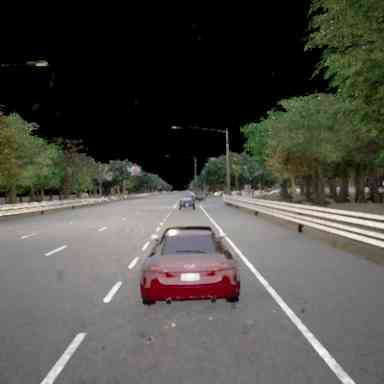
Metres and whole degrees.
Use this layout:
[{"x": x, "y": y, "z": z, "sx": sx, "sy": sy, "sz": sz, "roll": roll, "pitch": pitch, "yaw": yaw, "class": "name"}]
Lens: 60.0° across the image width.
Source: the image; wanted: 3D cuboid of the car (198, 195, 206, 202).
[{"x": 1.484, "y": 1.129, "z": 62.670, "sx": 1.895, "sy": 1.301, "sz": 4.718, "roll": -2, "pitch": 0, "yaw": 13, "class": "car"}]

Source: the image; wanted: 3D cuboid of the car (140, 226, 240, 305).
[{"x": -0.063, "y": 1.513, "z": 8.087, "sx": 1.994, "sy": 1.385, "sz": 4.181, "roll": -2, "pitch": 0, "yaw": -1, "class": "car"}]

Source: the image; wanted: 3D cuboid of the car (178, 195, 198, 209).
[{"x": -0.586, "y": 1.278, "z": 39.996, "sx": 1.812, "sy": 1.442, "sz": 4.674, "roll": -2, "pitch": 0, "yaw": -1, "class": "car"}]
